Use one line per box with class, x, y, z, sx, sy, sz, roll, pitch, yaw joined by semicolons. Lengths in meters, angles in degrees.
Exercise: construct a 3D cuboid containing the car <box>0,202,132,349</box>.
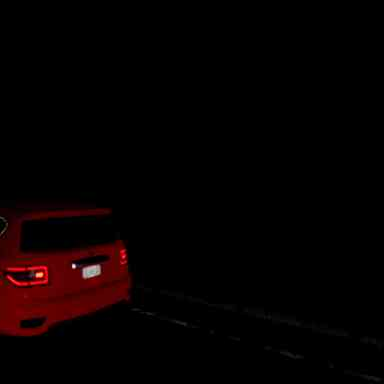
car;-3.598;1.206;6.250;5.566;2.045;2.150;0;0;36
